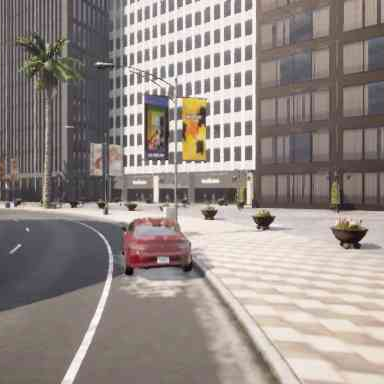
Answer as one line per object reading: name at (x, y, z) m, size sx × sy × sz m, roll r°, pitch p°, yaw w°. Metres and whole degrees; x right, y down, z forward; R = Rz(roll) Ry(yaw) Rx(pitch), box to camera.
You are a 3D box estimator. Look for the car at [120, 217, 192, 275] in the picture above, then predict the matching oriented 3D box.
car at (-1.227, 1.514, 10.446) m, size 1.812 × 1.442 × 4.674 m, roll 0°, pitch 0°, yaw -13°
